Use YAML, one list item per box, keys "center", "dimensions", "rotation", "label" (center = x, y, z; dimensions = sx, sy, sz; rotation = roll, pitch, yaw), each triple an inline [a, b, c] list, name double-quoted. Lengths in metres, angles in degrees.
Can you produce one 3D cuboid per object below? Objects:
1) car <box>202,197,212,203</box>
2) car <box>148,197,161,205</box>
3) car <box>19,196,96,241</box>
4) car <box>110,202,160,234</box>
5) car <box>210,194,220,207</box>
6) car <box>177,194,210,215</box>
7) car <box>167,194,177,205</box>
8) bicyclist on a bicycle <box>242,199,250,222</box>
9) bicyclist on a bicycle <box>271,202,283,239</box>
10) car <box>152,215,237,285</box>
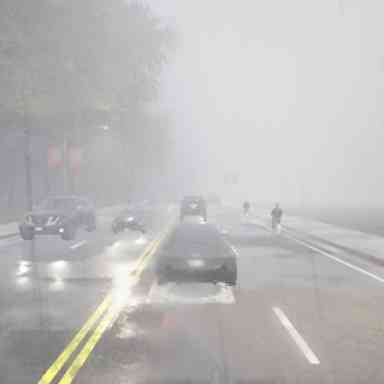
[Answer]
- center: [3.301, 1.717, 71.959]
  dimensions: [1.994, 1.385, 4.181]
  rotation: [0, 0, 0]
  label: "car"
- center: [-6.502, 1.616, 57.846]
  dimensions: [1.837, 1.490, 4.892]
  rotation: [0, 0, 1]
  label: "car"
- center: [-6.590, 1.241, 17.064]
  dimensions: [2.150, 2.045, 5.566]
  rotation: [0, 0, 0]
  label: "car"
- center: [-3.338, 1.573, 19.663]
  dimensions: [2.033, 1.411, 5.357]
  rotation: [0, 0, 0]
  label: "car"
- center: [3.387, 1.327, 54.084]
  dimensions: [2.150, 2.045, 5.566]
  rotation: [0, 0, 0]
  label: "car"
- center: [0.119, 1.264, 28.027]
  dimensions: [2.150, 2.045, 5.566]
  rotation: [0, 0, 0]
  label: "car"
- center: [-3.234, 1.348, 60.916]
  dimensions: [2.150, 2.045, 5.566]
  rotation: [0, 0, 1]
  label: "car"
- center: [4.160, 1.410, 25.664]
  dimensions: [0.659, 1.776, 1.843]
  rotation: [0, 0, 0]
  label: "bicyclist on a bicycle"
- center: [4.154, 1.394, 16.466]
  dimensions: [0.659, 1.776, 1.843]
  rotation: [0, 0, 0]
  label: "bicyclist on a bicycle"
- center: [0.105, 1.576, 9.496]
  dimensions: [1.994, 1.385, 4.181]
  rotation: [0, 0, 0]
  label: "car"
